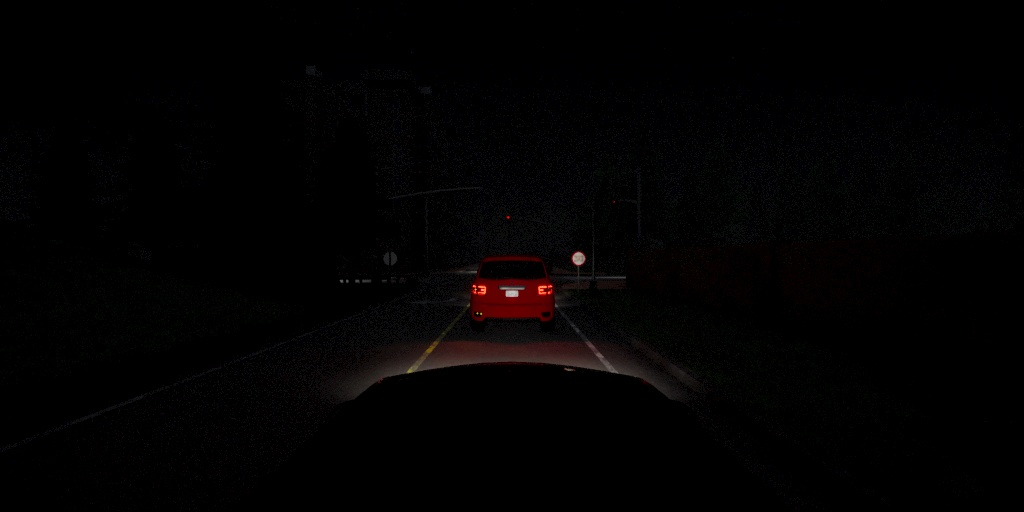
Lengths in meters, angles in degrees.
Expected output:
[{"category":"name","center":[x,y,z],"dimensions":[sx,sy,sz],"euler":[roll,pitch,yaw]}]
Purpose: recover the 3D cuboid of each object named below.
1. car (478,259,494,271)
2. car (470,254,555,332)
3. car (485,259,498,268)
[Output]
[{"category":"car","center":[-3.550,1.227,50.077],"dimensions":[1.882,1.535,5.008],"euler":[0,0,0]},{"category":"car","center":[0.050,0.971,11.027],"dimensions":[2.150,2.045,5.566],"euler":[0,0,1]},{"category":"car","center":[-3.518,1.314,61.926],"dimensions":[1.994,1.385,4.181],"euler":[0,0,1]}]
